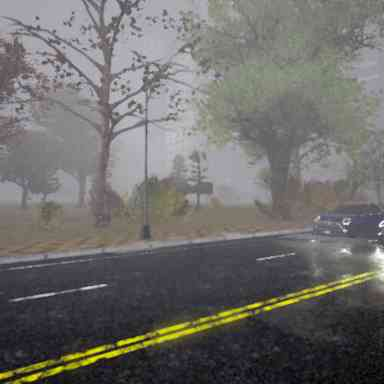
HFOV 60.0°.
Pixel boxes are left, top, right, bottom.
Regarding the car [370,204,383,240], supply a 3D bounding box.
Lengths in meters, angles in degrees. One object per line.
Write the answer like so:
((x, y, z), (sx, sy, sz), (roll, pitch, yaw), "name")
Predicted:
((10.454, 1.426, 15.232), (4.553, 1.767, 2.097), (0, 0, -36), "car")

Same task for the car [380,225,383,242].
((7.389, 1.591, 8.790), (5.357, 1.411, 2.033), (0, 0, -36), "car")

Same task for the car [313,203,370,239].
((8.552, 1.426, 17.867), (4.553, 1.767, 2.097), (0, 0, -36), "car")
